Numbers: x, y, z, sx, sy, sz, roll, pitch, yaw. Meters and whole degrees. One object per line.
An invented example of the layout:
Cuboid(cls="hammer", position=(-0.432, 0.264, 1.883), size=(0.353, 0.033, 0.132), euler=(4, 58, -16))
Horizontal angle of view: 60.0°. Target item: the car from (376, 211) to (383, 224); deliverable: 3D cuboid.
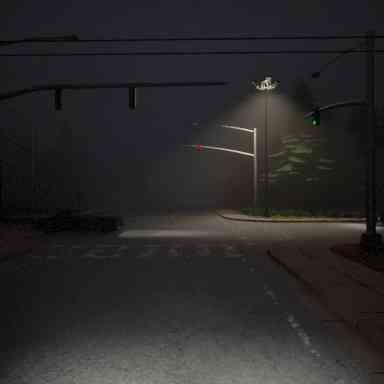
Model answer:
Cuboid(cls="car", position=(14.897, 1.513, 22.164), size=(4.892, 1.490, 1.837), euler=(0, 0, 1))

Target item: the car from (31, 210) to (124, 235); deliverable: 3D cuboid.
Cuboid(cls="car", position=(-6.344, 1.705, 18.853), size=(4.718, 1.301, 1.895), euler=(0, 0, 1))
